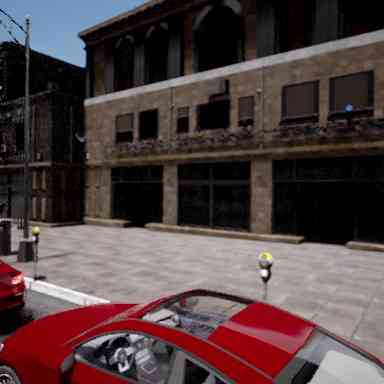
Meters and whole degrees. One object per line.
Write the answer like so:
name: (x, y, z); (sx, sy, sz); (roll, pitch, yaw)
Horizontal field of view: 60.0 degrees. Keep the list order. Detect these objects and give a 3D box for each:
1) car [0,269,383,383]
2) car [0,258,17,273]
car: (-0.112, 1.582, 2.941); (4.206, 1.307, 1.802); (0, 1, 35)
car: (-4.736, 1.580, 6.234); (4.206, 1.307, 1.802); (0, 1, 35)
